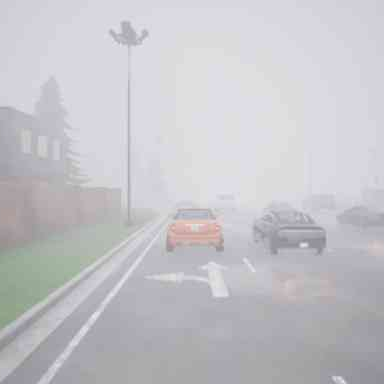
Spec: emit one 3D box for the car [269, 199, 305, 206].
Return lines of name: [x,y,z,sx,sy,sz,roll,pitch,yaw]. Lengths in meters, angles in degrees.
car: [7.108,1.527,27.156,2.033,1.411,5.357,0,0,0]

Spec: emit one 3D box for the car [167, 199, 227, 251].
car: [0.104,1.342,14.126,2.097,1.767,4.553,0,0,0]

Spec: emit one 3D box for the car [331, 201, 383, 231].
car: [10.606,1.510,20.436,1.812,1.442,4.674,0,0,0]

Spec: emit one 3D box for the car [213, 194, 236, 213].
car: [3.611,1.194,37.237,2.150,2.045,5.566,0,0,0]

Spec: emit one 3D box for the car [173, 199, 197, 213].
car: [-0.883,1.537,37.557,1.994,1.385,4.181,0,0,-11]

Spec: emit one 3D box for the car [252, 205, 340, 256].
car: [3.603,1.482,13.101,2.128,1.511,4.902,0,0,0]

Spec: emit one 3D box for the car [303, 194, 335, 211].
car: [14.111,1.193,37.228,2.150,2.045,5.566,0,0,0]
